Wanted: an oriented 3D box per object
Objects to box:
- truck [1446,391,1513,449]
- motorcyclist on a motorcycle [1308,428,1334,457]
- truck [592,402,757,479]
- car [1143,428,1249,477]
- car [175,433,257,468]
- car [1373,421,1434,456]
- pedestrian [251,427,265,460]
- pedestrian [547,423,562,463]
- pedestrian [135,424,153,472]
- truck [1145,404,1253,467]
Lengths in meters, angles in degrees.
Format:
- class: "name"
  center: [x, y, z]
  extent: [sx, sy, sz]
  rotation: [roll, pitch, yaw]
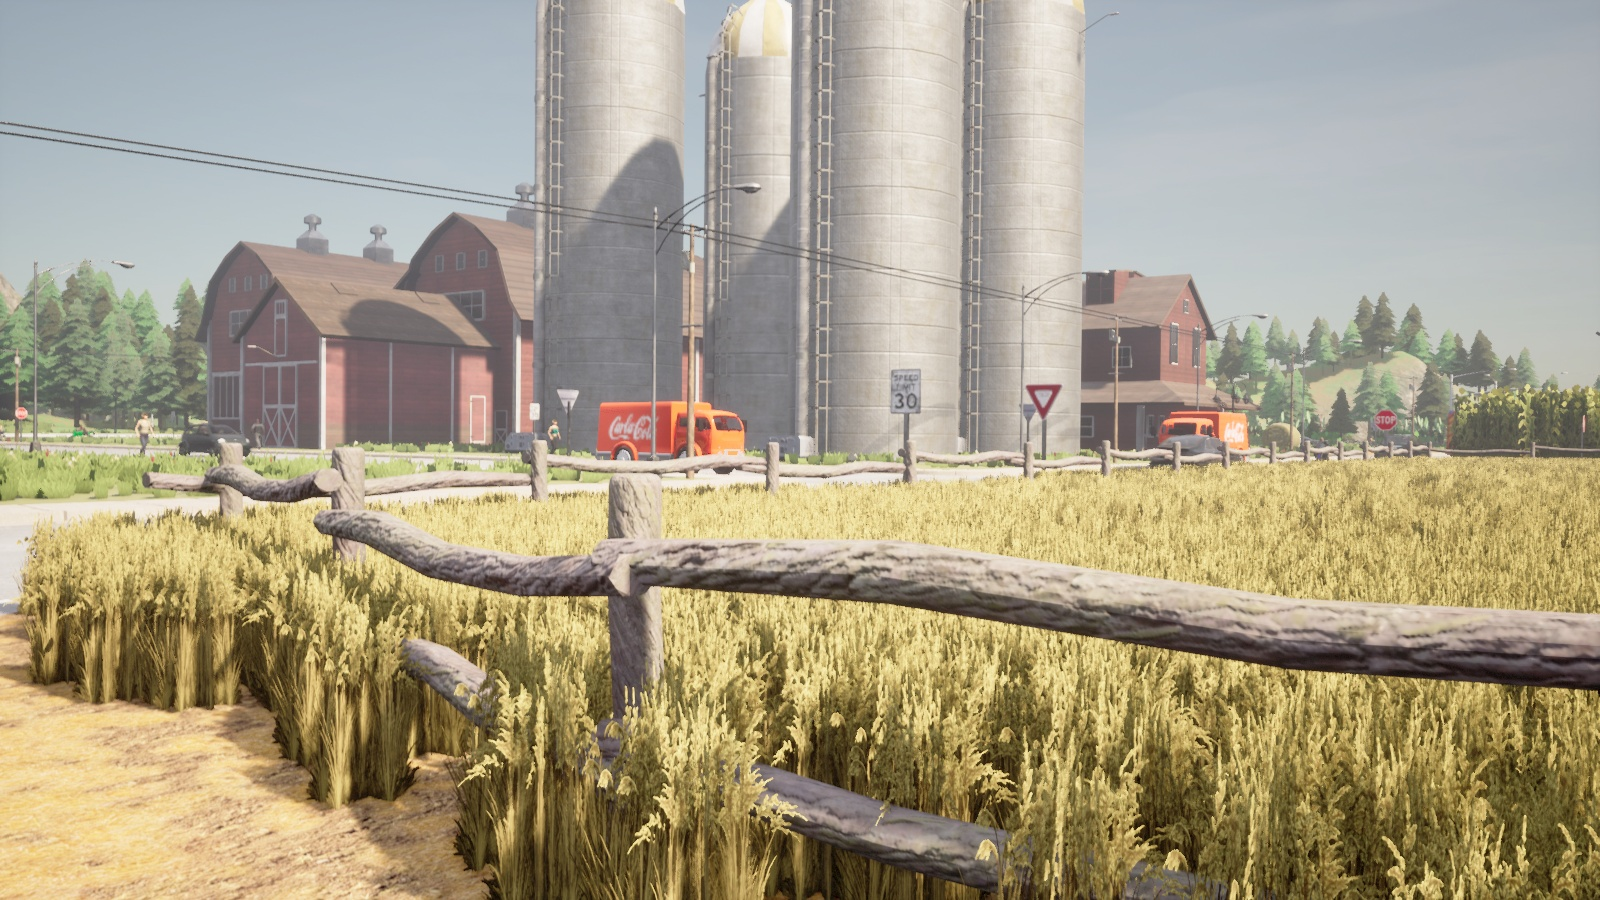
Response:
- class: "truck"
  center: [47.161, -2.055, 86.983]
  extent: [2.891, 3.827, 8.468]
  rotation: [0, 1, 37]
- class: "motorcyclist on a motorcycle"
  center: [27.712, -0.406, 66.731]
  extent: [0.866, 1.530, 2.191]
  rotation: [1, 1, 34]
- class: "truck"
  center: [-4.334, -0.325, 43.090]
  extent: [5.204, 2.467, 2.627]
  rotation: [0, 1, 36]
- class: "car"
  center: [13.171, 0.041, 41.555]
  extent: [1.837, 1.490, 4.892]
  rotation: [0, 1, 37]
- class: "car"
  center: [-28.044, 0.018, 60.292]
  extent: [3.988, 1.617, 1.851]
  rotation: [0, 1, 36]
- class: "car"
  center: [32.225, -0.624, 67.023]
  extent: [2.097, 1.767, 4.553]
  rotation: [0, 1, 37]
- class: "pedestrian"
  center: [-31.449, -0.372, 72.843]
  extent: [0.563, 1.883, 0.849]
  rotation: [-1, 1, -37]
- class: "pedestrian"
  center: [-11.255, -0.327, 57.516]
  extent: [0.594, 1.836, 0.345]
  rotation: [0, 1, 40]
- class: "pedestrian"
  center: [-24.894, -0.074, 47.677]
  extent: [0.594, 1.836, 0.345]
  rotation: [0, 1, 35]
- class: "truck"
  center: [16.515, -0.623, 51.815]
  extent: [2.627, 2.467, 5.204]
  rotation: [0, 1, 38]
